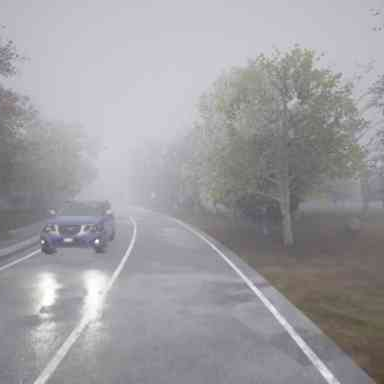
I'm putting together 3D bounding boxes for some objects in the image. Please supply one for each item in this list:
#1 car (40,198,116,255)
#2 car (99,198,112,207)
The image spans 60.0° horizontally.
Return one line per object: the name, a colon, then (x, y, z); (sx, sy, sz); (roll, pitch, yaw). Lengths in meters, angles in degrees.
car: (-4.520, 1.290, 14.057); (2.150, 2.045, 5.566); (0, 0, -7)
car: (-14.227, 1.750, 54.512); (1.994, 1.385, 4.181); (1, 0, -16)
